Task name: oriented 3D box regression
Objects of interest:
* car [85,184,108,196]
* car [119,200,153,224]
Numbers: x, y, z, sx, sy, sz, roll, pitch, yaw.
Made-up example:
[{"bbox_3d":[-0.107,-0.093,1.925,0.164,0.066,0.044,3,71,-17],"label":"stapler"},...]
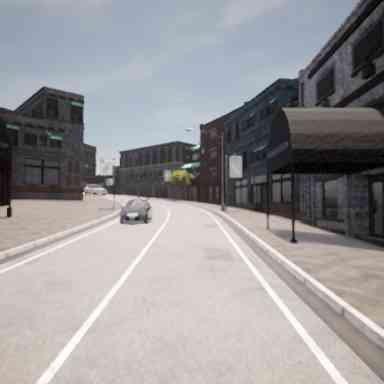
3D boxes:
[{"bbox_3d":[-17.965,-0.354,62.251,2.150,2.045,5.566,3,1,-44],"label":"car"},{"bbox_3d":[-3.740,1.288,22.904,2.128,1.511,4.902,0,1,-2],"label":"car"}]
